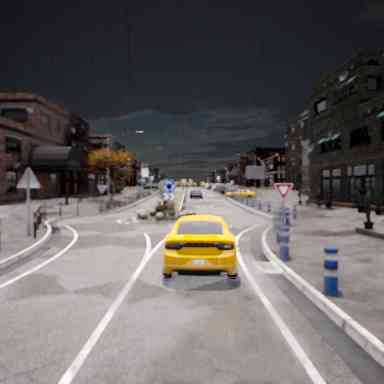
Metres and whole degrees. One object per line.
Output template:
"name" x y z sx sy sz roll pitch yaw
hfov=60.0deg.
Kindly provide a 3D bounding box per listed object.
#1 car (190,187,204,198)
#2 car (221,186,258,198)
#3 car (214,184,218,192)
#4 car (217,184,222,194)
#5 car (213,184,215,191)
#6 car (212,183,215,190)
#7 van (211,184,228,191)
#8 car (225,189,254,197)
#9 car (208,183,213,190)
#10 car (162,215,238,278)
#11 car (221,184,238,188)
"car" 0.669 0.278 55.876 1.994 1.385 4.181 0 2 -1
"car" 8.030 0.239 54.818 5.366 1.575 1.946 0 2 -1
"car" 8.002 -0.486 74.098 4.892 1.521 2.231 0 2 -1
"car" 8.151 -0.343 63.072 5.566 2.045 2.435 0 2 -1
"car" 7.934 -0.548 76.853 4.792 1.488 2.163 0 2 -1
"car" 7.938 -0.664 79.607 5.008 1.535 2.097 0 2 -1
"van" 7.658 -1.267 93.376 4.442 1.987 1.878 0 1 -1
"car" 8.188 0.168 57.577 4.674 1.452 2.002 0 2 -1
"car" 7.809 -1.152 87.867 5.566 2.045 2.435 0 1 -1
"car" 0.278 1.438 10.096 1.882 1.535 5.008 0 0 3
"car" 8.121 -0.110 60.323 4.553 1.767 2.185 0 2 -1
